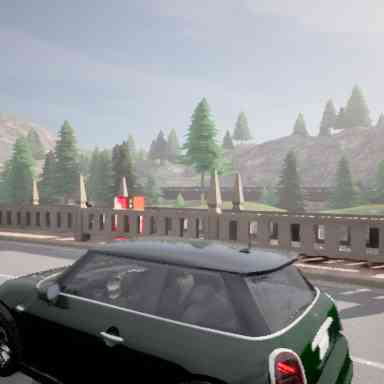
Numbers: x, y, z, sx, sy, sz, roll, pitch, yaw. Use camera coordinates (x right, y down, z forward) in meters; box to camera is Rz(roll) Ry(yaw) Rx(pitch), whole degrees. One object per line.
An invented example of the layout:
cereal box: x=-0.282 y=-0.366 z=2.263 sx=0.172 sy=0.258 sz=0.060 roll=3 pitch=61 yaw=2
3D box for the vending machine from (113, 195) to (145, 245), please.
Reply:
vending machine: x=-2.789 y=1.189 z=14.724 sx=0.880 sy=2.100 sz=1.100 roll=1 pitch=0 yaw=29

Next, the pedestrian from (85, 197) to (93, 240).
pedestrian: x=-4.523 y=1.136 z=14.346 sx=0.375 sy=1.860 sz=0.375 roll=1 pitch=1 yaw=28

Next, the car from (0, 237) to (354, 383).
car: x=-0.609 y=1.352 z=4.088 sx=4.553 sy=1.767 sz=2.097 roll=0 pitch=0 yaw=34
